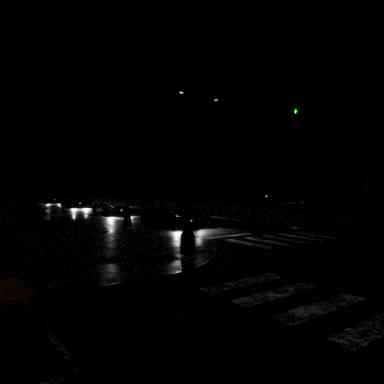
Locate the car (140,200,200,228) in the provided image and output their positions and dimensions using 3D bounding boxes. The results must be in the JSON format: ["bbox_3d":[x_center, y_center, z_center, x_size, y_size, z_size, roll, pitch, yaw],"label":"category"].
[{"bbox_3d":[-1.454,1.227,19.741,1.812,1.442,4.674,0,1,-37],"label":"car"}]

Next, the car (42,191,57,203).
[{"bbox_3d":[-18.402,0.682,43.568,1.837,1.490,4.892,0,1,-32],"label":"car"}]

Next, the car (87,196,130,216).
[{"bbox_3d":[-6.669,1.060,27.030,1.812,1.442,4.674,0,1,-35],"label":"car"}]

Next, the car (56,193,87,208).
[{"bbox_3d":[-12.431,0.921,35.078,1.994,1.385,4.181,0,1,-36],"label":"car"}]

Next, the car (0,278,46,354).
[{"bbox_3d":[-4.263,1.525,3.620,4.829,1.417,1.752,0,0,-35],"label":"car"}]
